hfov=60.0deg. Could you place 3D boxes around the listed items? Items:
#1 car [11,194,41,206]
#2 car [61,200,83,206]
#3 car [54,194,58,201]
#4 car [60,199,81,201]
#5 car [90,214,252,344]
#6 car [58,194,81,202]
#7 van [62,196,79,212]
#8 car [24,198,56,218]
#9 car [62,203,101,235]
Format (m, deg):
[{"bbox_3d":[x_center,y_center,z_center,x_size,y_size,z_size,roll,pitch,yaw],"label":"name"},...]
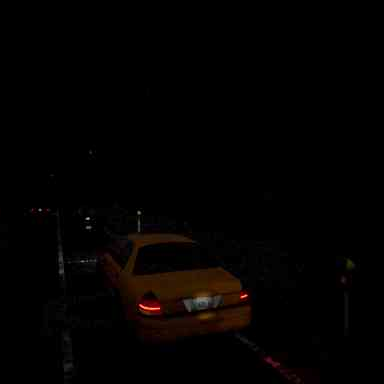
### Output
[{"bbox_3d":[-27.571,1.492,54.542,4.902,1.511,2.128,0,0,31],"label":"car"},{"bbox_3d":[-8.126,1.551,23.869,2.008,1.369,4.403,0,0,-22],"label":"car"},{"bbox_3d":[-31.263,1.469,79.729,1.967,1.590,4.097,0,0,-23],"label":"car"},{"bbox_3d":[-10.216,1.567,28.982,1.947,1.339,4.313,0,0,-22],"label":"car"},{"bbox_3d":[-0.831,1.457,6.788,1.801,1.575,5.366,0,0,-22],"label":"car"},{"bbox_3d":[-12.305,1.316,34.096,2.192,1.841,5.009,0,0,-22],"label":"car"},{"bbox_3d":[-14.395,1.342,39.209,1.690,1.788,3.998,0,0,-22],"label":"van"},{"bbox_3d":[-13.778,1.548,30.403,2.033,1.411,5.357,0,0,-23],"label":"car"},{"bbox_3d":[-6.037,1.551,18.756,2.008,1.369,4.403,0,0,-22],"label":"car"}]
